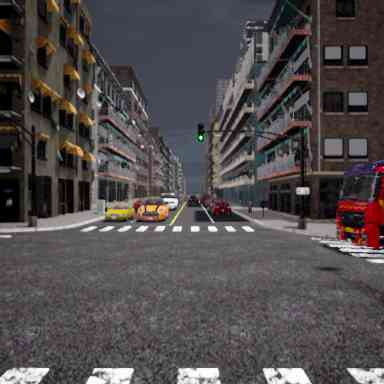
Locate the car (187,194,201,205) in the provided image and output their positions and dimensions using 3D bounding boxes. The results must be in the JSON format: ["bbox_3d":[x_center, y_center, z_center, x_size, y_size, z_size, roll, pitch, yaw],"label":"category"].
[{"bbox_3d":[0.155,1.488,57.792,1.837,1.490,4.892,0,0,0],"label":"car"}]

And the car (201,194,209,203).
[{"bbox_3d":[2.887,1.296,70.606,2.192,1.841,5.009,1,0,0],"label":"car"}]

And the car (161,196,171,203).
[{"bbox_3d":[-5.496,1.526,70.641,1.887,1.381,4.507,1,0,0],"label":"car"}]

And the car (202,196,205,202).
[{"bbox_3d":[2.826,1.567,48.511,1.802,1.307,4.206,1,0,0],"label":"car"}]

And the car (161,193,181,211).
[{"bbox_3d":[-2.963,1.207,40.740,2.150,2.045,5.566,0,0,2],"label":"car"}]

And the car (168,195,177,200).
[{"bbox_3d":[-5.437,1.532,92.734,2.008,1.369,4.403,1,0,0],"label":"car"}]

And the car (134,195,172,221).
[{"bbox_3d":[-3.024,1.342,26.556,2.097,1.767,4.553,0,0,0],"label":"car"}]

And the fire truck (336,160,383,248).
[{"bbox_3d":[10.480,0.537,13.194,8.468,3.827,2.891,1,-1,0],"label":"fire truck"}]

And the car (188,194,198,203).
[{"bbox_3d":[0.181,1.334,68.184,2.097,1.767,4.553,0,0,0],"label":"car"}]

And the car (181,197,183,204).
[{"bbox_3d":[-2.851,1.333,61.628,2.097,1.767,4.553,0,0,1],"label":"car"}]

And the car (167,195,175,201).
[{"bbox_3d":[-5.452,1.506,87.040,1.752,1.417,4.829,1,0,0],"label":"car"}]

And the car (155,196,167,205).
[{"bbox_3d":[-5.525,1.508,59.424,1.752,1.417,4.829,1,0,0],"label":"car"}]

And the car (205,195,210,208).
[{"bbox_3d":[2.798,1.427,37.464,1.967,1.590,4.097,1,0,0],"label":"car"}]

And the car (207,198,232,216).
[{"bbox_3d":[2.783,1.534,31.941,1.887,1.381,4.507,1,0,0],"label":"car"}]

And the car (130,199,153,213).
[{"bbox_3d":[-5.583,1.532,37.500,1.887,1.381,4.507,1,0,0],"label":"car"}]

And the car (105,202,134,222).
[{"bbox_3d":[-5.612,1.516,26.284,1.752,1.417,4.829,1,0,0],"label":"car"}]

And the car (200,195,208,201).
[{"bbox_3d":[2.914,1.547,81.652,1.947,1.339,4.313,1,0,0],"label":"car"}]
